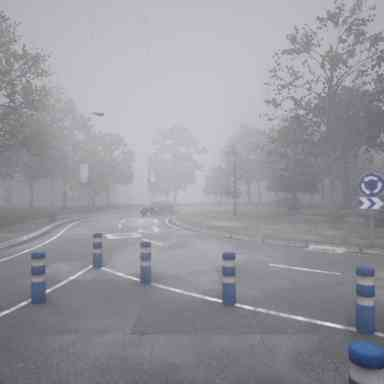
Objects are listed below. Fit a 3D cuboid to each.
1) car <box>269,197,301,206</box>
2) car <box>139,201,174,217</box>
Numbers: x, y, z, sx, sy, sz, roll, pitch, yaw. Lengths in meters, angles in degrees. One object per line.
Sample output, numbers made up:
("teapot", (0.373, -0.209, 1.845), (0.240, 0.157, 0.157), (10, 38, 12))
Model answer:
("car", (12.575, 1.310, 45.262), (4.181, 1.385, 1.994), (0, 0, -9))
("car", (-3.201, 1.511, 30.781), (1.895, 1.301, 4.718), (0, 0, 15))
